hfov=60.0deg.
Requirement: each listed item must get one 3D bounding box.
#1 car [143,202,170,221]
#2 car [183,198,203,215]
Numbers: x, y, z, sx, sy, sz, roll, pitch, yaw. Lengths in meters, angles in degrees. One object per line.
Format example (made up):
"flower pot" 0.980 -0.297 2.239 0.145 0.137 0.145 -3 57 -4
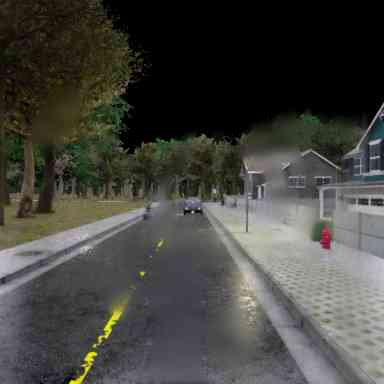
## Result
"car" -2.849 1.534 27.307 1.812 1.442 4.674 0 0 0
"car" 0.102 1.614 33.931 1.895 1.301 4.718 0 0 0
